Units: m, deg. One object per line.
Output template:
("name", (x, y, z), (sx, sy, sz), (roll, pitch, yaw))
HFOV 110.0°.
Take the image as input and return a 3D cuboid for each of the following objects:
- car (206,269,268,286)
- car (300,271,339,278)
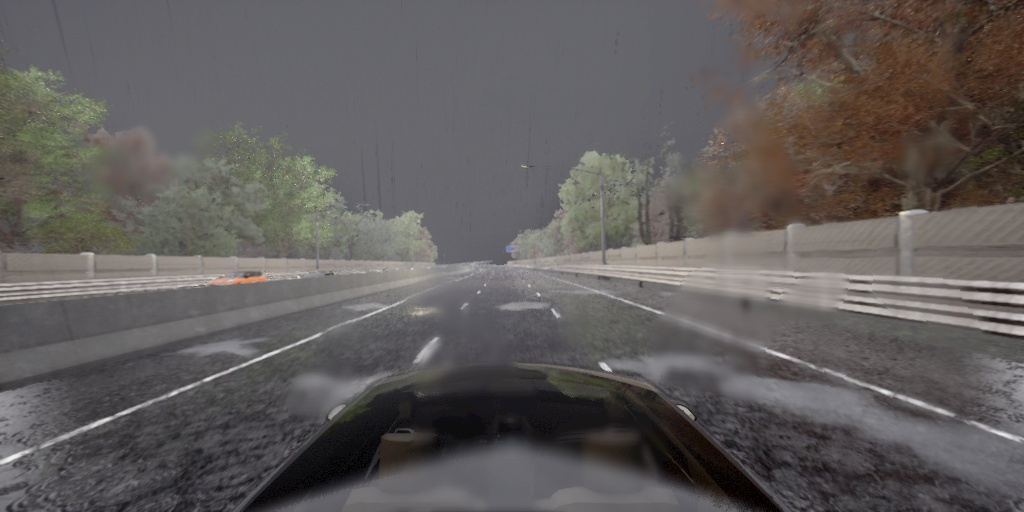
("car", (-21.556, 1.970, 28.303), (2.097, 1.767, 4.553), (-1, -1, -1))
("car", (-14.527, 1.921, 27.056), (1.837, 1.490, 4.892), (-1, -1, -1))
